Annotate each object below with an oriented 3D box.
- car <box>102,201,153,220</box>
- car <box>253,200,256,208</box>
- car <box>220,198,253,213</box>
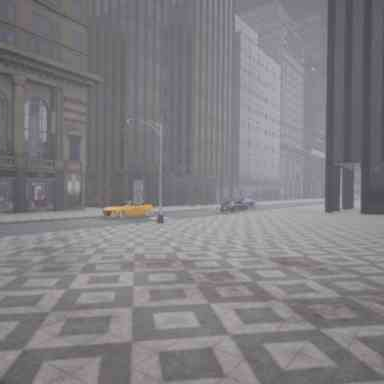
[{"bbox_3d":[-5.656,1.528,29.543,1.882,1.535,5.008,1,0,36],"label":"car"},{"bbox_3d":[7.514,1.616,47.893,1.882,1.535,5.008,1,0,36],"label":"car"},{"bbox_3d":[5.016,1.673,39.173,1.812,1.442,4.674,1,0,35],"label":"car"}]
